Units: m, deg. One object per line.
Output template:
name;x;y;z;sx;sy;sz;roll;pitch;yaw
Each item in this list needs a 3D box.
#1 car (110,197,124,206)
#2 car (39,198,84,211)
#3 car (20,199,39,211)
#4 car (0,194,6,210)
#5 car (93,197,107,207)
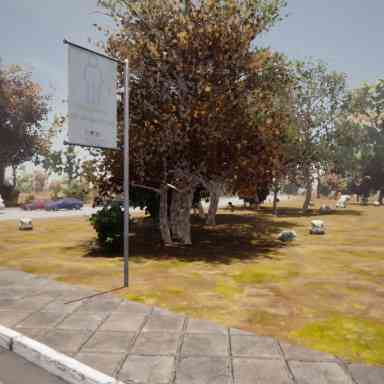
car;-9.193;1.556;48.090;1.895;1.301;4.718;0;0;37
car;-15.397;1.515;40.152;1.812;1.442;4.674;0;0;38
car;-18.958;1.556;41.288;1.994;1.385;4.181;0;0;39
car;-21.415;1.221;32.591;2.150;2.045;5.566;0;0;39
car;-12.424;1.464;49.632;1.837;1.490;4.892;0;0;38
